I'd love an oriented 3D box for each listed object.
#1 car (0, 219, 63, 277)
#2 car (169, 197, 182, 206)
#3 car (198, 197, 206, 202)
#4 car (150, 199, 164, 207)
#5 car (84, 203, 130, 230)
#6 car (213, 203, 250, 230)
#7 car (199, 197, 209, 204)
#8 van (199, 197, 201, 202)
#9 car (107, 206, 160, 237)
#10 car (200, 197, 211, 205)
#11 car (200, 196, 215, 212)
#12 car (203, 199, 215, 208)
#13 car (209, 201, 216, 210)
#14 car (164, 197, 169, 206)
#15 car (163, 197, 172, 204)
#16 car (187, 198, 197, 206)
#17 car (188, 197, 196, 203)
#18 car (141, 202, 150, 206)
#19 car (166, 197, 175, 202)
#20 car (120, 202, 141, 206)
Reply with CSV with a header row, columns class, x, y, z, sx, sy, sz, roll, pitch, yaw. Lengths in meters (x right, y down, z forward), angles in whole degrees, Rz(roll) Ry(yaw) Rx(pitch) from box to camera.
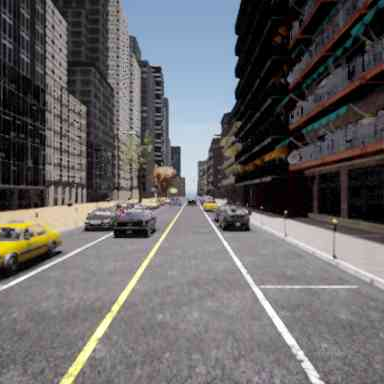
class,x,y,z,sx,sy,sz,roll,pitch,yaw
car,-5.686,1.578,10.507,1.752,1.417,4.829,0,0,0
car,-3.017,1.675,60.735,2.097,1.767,4.553,0,0,1
car,2.719,2.039,88.130,2.008,1.369,4.403,0,0,0
car,-5.673,1.781,49.235,1.752,1.417,4.829,0,0,0
car,-5.682,1.660,21.742,2.008,1.369,4.403,0,0,0
car,2.698,1.659,21.739,2.008,1.369,4.403,0,0,0
car,2.716,1.970,77.064,2.008,1.369,4.403,0,0,0
van,2.710,1.662,60.468,1.690,1.788,3.998,0,0,0
car,-3.093,1.694,18.674,1.895,1.301,4.718,0,0,0
car,2.712,1.793,66.000,1.967,1.590,4.097,0,0,0
car,2.365,1.675,42.729,1.801,1.575,5.366,0,0,0
car,2.708,1.870,54.934,1.802,1.307,4.206,0,0,0
car,2.700,1.687,27.272,2.008,1.369,4.403,0,0,0
car,-5.670,1.903,60.470,1.802,1.307,4.206,0,0,0
car,-5.664,1.945,76.898,1.752,1.417,4.829,0,0,0
car,0.022,1.821,61.890,2.128,1.511,4.902,0,0,0
car,0.027,1.921,76.636,1.895,1.301,4.718,0,0,0
car,-5.679,1.717,32.807,2.008,1.369,4.403,0,0,0
car,-5.661,2.034,88.133,1.887,1.381,4.507,0,0,0
car,-5.681,1.577,27.276,1.967,1.590,4.097,0,0,0
